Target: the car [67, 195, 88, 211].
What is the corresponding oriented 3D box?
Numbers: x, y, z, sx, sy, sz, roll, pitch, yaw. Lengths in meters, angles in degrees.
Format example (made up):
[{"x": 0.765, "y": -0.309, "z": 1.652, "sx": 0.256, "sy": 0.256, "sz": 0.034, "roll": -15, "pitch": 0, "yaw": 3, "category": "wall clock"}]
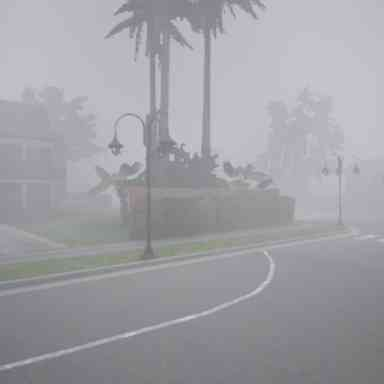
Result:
[{"x": -14.837, "y": 1.320, "z": 39.418, "sx": 4.605, "sy": 1.855, "sz": 1.932, "roll": 0, "pitch": 0, "yaw": -40, "category": "car"}]
